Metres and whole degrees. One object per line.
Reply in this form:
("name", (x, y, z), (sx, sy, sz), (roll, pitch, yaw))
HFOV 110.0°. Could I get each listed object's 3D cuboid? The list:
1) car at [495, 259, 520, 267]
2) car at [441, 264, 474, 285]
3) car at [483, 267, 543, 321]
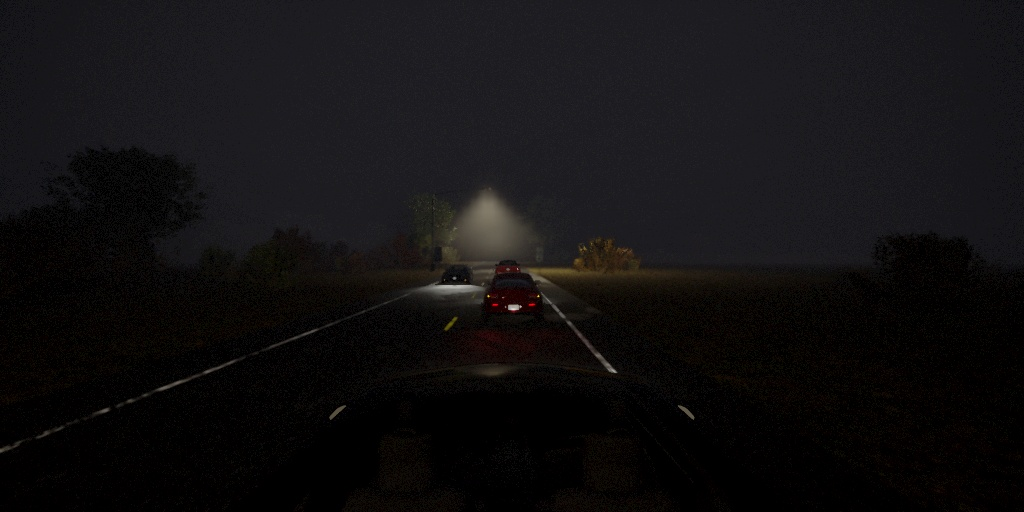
("car", (-0.369, 1.080, 30.861), (2.097, 1.767, 4.553), (0, 0, -2))
("car", (-3.894, 1.301, 26.165), (1.994, 1.385, 4.181), (0, 0, -1))
("car", (0.021, 1.272, 12.344), (1.812, 1.442, 4.674), (0, 0, -1))
